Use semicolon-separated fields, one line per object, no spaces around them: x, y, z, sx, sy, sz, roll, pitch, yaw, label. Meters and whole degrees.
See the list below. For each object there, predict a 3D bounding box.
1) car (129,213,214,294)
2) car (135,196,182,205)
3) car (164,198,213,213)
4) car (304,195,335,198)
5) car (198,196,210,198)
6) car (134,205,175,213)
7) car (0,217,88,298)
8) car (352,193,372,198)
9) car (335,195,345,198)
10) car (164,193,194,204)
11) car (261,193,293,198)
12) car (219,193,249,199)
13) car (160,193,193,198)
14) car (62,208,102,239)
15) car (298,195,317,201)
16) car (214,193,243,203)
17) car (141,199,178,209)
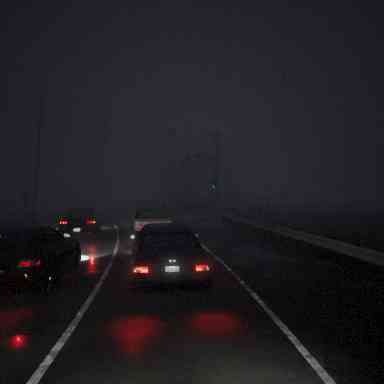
-0.695;1.547;8.975;2.033;1.411;5.357;0;0;-7;car
-4.143;1.494;38.226;4.902;1.511;2.128;0;0;-20;car
-0.186;1.602;35.931;4.718;1.301;1.895;0;0;-20;car
26.141;1.478;67.956;5.008;1.535;1.882;0;0;-22;car
2.253;1.552;70.401;4.181;1.385;1.994;0;0;-20;car
-2.375;1.601;18.476;1.895;1.301;4.718;0;0;-12;car
-4.210;1.564;8.532;1.994;1.385;4.181;0;0;-6;car
38.147;1.225;74.443;5.566;2.045;2.150;0;0;-34;car
35.181;1.525;80.927;4.902;1.511;2.128;0;0;-34;car
-2.594;1.221;65.024;5.566;2.045;2.150;0;0;-20;car
16.879;1.216;64.560;5.566;2.045;2.150;-1;0;-19;car
7.074;1.221;61.066;5.566;2.045;2.150;0;0;-19;car
-2.686;1.352;57.563;4.553;1.767;2.097;0;0;-20;car
-5.689;1.526;17.142;1.812;1.442;4.674;0;0;-13;car
28.100;1.552;80.599;4.181;1.385;1.994;0;0;-26;car
7.509;1.221;68.584;5.566;2.045;2.150;0;0;-20;car
-4.460;1.602;45.553;4.718;1.301;1.895;0;0;-20;car
